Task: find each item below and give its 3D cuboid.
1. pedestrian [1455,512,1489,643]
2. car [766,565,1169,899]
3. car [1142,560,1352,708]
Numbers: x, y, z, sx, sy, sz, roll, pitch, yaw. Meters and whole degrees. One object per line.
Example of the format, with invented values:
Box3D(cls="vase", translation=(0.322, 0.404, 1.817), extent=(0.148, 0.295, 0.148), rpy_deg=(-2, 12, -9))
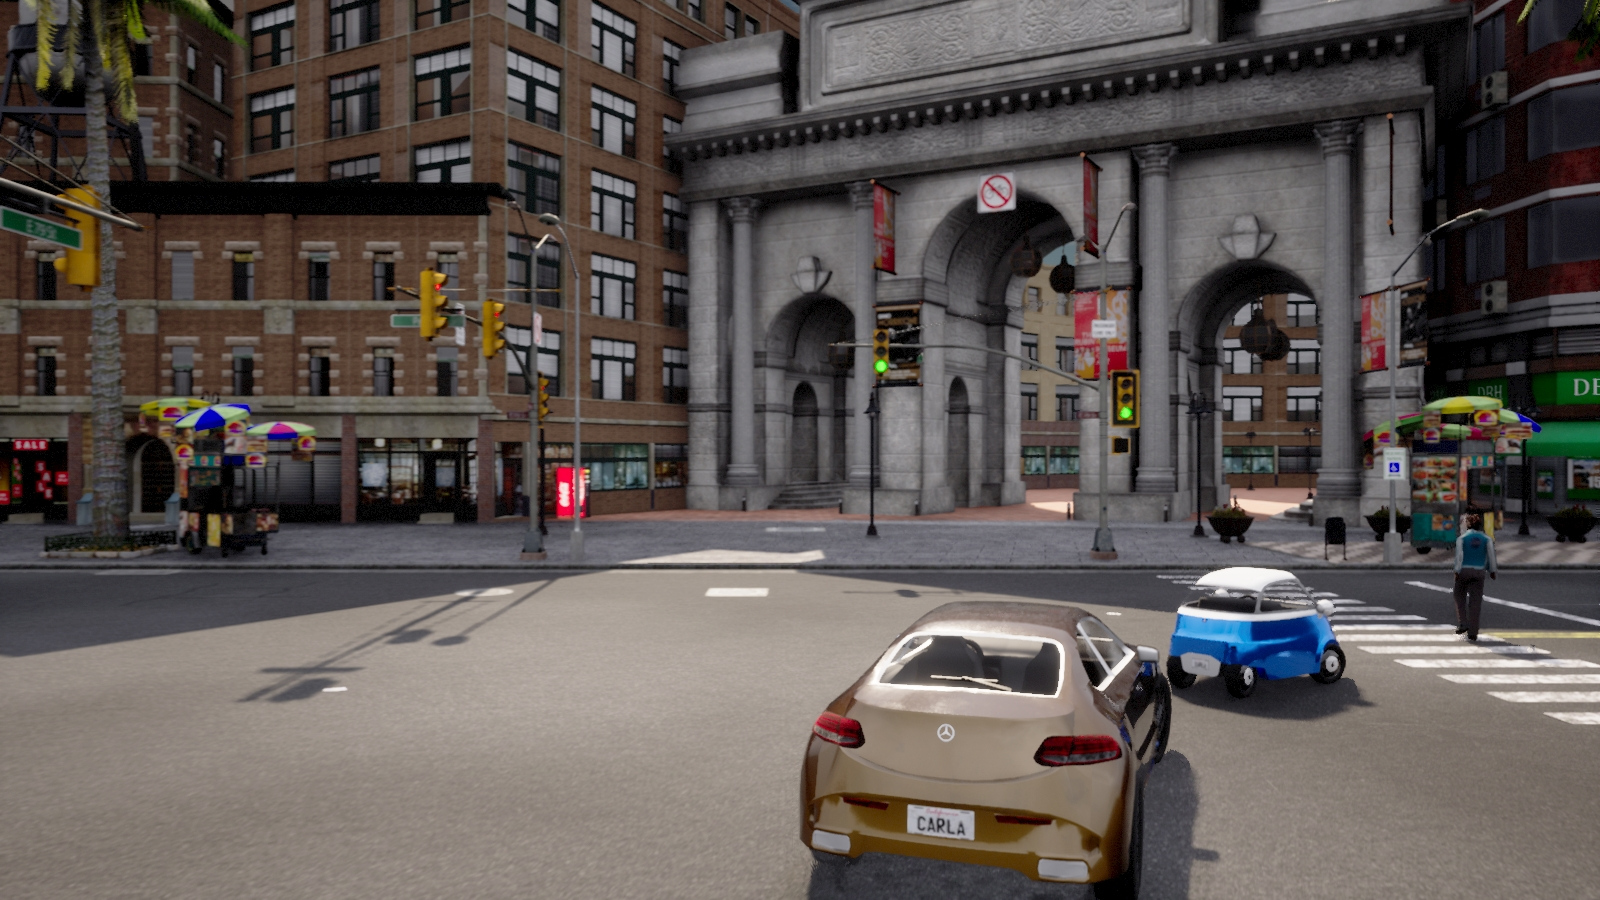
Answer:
Box3D(cls="pedestrian", translation=(9.849, 1.852, 16.745), extent=(0.375, 1.860, 0.375), rpy_deg=(0, 0, 22))
Box3D(cls="car", translation=(1.658, 1.992, 8.911), extent=(2.152, 1.651, 5.027), rpy_deg=(0, 0, 20))
Box3D(cls="car", translation=(5.378, 2.124, 13.708), extent=(2.207, 1.376, 1.481), rpy_deg=(1, 0, -40))
